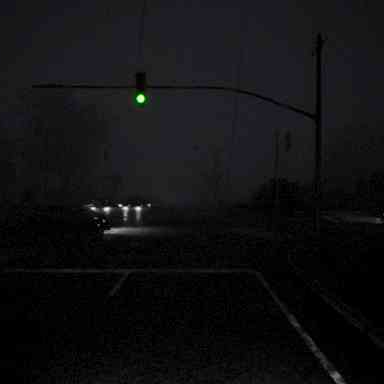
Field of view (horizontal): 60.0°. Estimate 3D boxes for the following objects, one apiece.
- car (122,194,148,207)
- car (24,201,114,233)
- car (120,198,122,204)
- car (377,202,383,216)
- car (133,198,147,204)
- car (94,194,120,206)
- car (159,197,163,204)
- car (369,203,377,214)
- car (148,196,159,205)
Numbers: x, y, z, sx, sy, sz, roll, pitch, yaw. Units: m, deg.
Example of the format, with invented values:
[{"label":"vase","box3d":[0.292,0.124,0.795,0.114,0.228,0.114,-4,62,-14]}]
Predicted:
[{"label":"car","box3d":[-7.081,1.038,41.596,1.837,1.490,4.892,0,0,0]},{"label":"car","box3d":[-6.714,1.361,17.904,4.181,1.385,1.994,0,1,3]},{"label":"car","box3d":[-10.564,1.337,53.703,1.994,1.385,4.181,0,-2,0]},{"label":"car","box3d":[15.252,1.182,22.012,4.674,1.442,1.812,-1,1,14]},{"label":"car","box3d":[-10.474,1.830,67.246,1.895,1.301,4.718,0,-2,0]},{"label":"car","box3d":[-10.583,1.006,40.720,1.882,1.535,5.008,0,0,0]},{"label":"car","box3d":[-6.973,1.735,68.043,1.882,1.535,5.008,0,-2,0]},{"label":"car","box3d":[16.332,1.069,25.351,5.008,1.535,1.882,-1,1,14]},{"label":"car","box3d":[-7.056,1.299,52.988,2.033,1.411,5.357,0,-2,1]}]
